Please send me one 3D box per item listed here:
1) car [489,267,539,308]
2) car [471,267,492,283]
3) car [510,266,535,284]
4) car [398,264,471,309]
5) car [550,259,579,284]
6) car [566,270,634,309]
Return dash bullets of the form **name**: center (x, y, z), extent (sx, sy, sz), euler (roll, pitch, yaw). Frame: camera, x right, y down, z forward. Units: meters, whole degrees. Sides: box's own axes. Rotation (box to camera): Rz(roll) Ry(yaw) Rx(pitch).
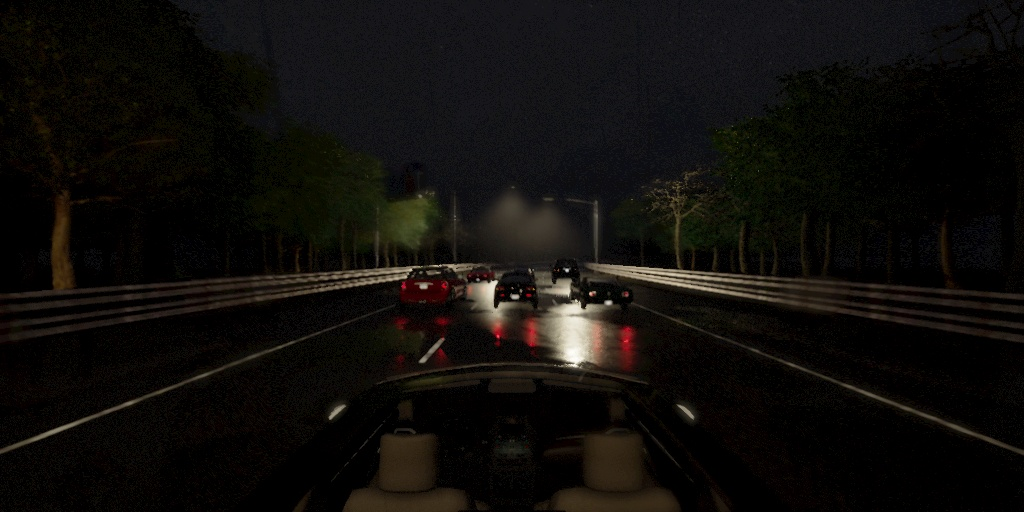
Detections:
- **car**: center (0.204, 1.412, 16.018), extent (1.812, 1.442, 4.674), euler (0, 0, 2)
- **car**: center (-2.566, 1.629, 30.778), extent (1.895, 1.301, 4.718), euler (0, -1, 4)
- **car**: center (0.946, 1.593, 30.767), extent (1.994, 1.385, 4.181), euler (0, -1, 4)
- **car**: center (-3.309, 1.233, 15.825), extent (2.097, 1.767, 4.553), euler (0, -1, 2)
- **car**: center (4.411, 1.241, 30.224), extent (2.150, 2.045, 5.566), euler (0, 0, 4)
- **car**: center (3.689, 1.484, 15.648), extent (1.895, 1.301, 4.718), euler (0, -1, 2)
